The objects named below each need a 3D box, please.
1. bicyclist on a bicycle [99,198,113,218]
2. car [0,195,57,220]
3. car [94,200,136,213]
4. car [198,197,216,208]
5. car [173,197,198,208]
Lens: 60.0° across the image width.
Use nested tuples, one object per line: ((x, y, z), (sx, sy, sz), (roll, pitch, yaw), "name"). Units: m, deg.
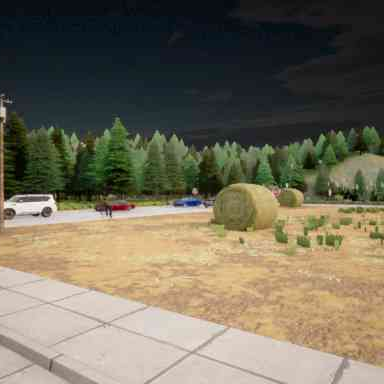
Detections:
((-6.988, 1.327, 27.009), (1.656, 1.620, 0.582), (0, 0, 36), "bicyclist on a bicycle")
((-14.710, 1.249, 29.152), (2.150, 2.045, 5.566), (0, 0, 36), "car")
((-8.641, 1.627, 37.360), (1.895, 1.301, 4.718), (0, 0, 36), "car")
((3.557, 1.518, 47.757), (2.128, 1.511, 4.902), (0, 0, 37), "car")
((-0.711, 1.504, 48.045), (1.882, 1.535, 5.008), (0, 0, 37), "car")
